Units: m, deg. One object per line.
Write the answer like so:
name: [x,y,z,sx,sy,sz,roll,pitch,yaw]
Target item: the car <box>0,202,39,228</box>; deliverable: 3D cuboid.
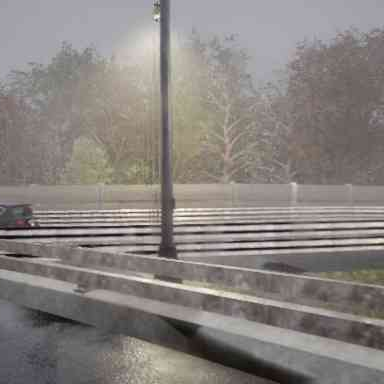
car: [-9.193,1.472,13.567,5.566,2.045,2.150,-1,0,-1]
